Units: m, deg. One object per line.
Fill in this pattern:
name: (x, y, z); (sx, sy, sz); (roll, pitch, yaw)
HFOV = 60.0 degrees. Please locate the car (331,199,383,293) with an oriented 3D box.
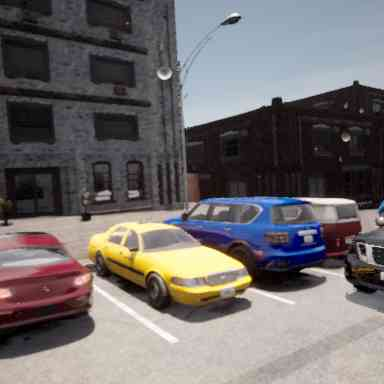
car: (5.791, 1.151, 7.524); (5.566, 2.045, 2.150); (-1, 0, -35)

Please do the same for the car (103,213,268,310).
car: (-0.914, 1.447, 8.125); (1.946, 1.575, 5.366); (-1, 0, -36)

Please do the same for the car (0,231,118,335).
car: (-3.393, 1.513, 6.581); (2.002, 1.452, 4.674); (-1, 0, -36)
